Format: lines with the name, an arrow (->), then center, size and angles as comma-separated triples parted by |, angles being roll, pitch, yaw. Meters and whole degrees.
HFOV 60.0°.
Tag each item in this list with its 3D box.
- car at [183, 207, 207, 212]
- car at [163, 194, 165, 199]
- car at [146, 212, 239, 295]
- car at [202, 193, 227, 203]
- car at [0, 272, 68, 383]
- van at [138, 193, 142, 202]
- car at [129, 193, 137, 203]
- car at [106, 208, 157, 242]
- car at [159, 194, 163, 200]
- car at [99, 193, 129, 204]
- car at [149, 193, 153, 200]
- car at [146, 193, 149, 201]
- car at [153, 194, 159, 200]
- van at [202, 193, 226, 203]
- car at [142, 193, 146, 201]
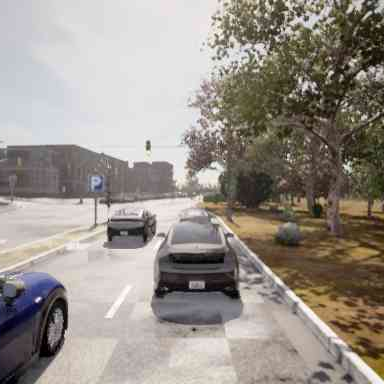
car -> 0.156, 1.594, 19.240 | 2.033, 1.411, 5.357 | 0, 0, 0
car -> -10.756, 1.402, 90.860 | 5.008, 1.535, 2.097 | -1, 0, -12
car -> 0.098, 1.527, 8.785 | 1.837, 1.490, 4.892 | 0, 0, 0
car -> 4.538, 1.204, 66.535 | 4.553, 1.767, 2.185 | 1, 0, -14
car -> -2.903, 1.359, 3.171 | 2.097, 1.767, 4.553 | 0, 0, 0
van -> -13.376, 1.159, 69.920 | 4.442, 1.987, 1.878 | -1, 0, -14
car -> -13.923, 1.376, 63.927 | 5.366, 1.575, 1.946 | -1, 0, -15
car -> -2.866, 1.532, 16.545 | 2.128, 1.511, 4.902 | 0, 0, 0
car -> -11.172, 1.148, 87.881 | 5.566, 2.045, 2.435 | -1, 0, -12
car -> -14.562, 1.416, 60.933 | 4.792, 1.488, 2.163 | -1, 0, -15
car -> -12.421, 1.434, 78.890 | 4.674, 1.452, 2.002 | -1, 0, -13
car -> -12.787, 1.431, 75.887 | 4.674, 1.452, 2.002 | -1, 0, -13
car -> -11.617, 1.438, 84.873 | 4.674, 1.452, 2.002 | -1, 0, -12
van -> 4.160, 1.103, 63.565 | 4.442, 1.987, 1.878 | 1, 0, -14
car -> -13.154, 1.391, 72.892 | 4.892, 1.521, 2.231 | -1, 0, -14
